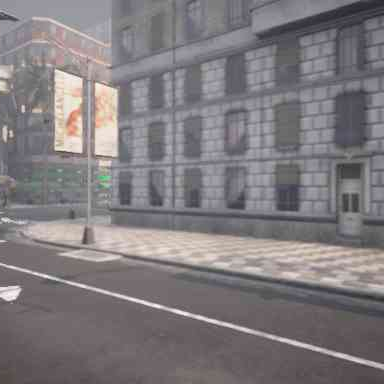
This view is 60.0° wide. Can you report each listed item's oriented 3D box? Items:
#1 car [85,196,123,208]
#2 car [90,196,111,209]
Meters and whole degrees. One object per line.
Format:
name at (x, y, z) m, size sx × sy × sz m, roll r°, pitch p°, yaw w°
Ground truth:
car at (-12.281, 1.370, 46.809) m, size 2.128 × 1.511 × 4.902 m, roll 0°, pitch 0°, yaw 37°
car at (-10.435, 1.415, 43.440) m, size 1.812 × 1.442 × 4.674 m, roll 0°, pitch 0°, yaw 37°
